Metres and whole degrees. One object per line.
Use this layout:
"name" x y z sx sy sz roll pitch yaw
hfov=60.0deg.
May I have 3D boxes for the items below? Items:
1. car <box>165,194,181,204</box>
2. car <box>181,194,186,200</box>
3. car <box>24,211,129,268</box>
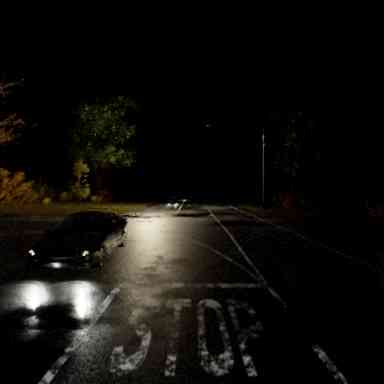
"car" -3.337 1.336 56.146 1.994 1.385 4.181 0 0 0
"car" -2.677 1.152 82.401 1.882 1.535 5.008 0 0 5
"car" -3.421 1.392 11.101 2.033 1.411 5.357 1 2 0
